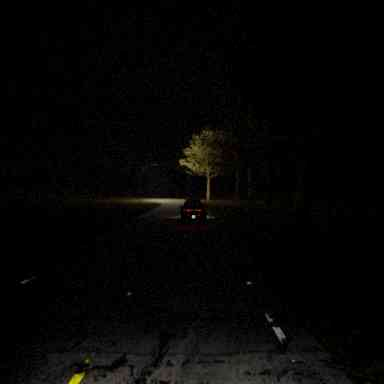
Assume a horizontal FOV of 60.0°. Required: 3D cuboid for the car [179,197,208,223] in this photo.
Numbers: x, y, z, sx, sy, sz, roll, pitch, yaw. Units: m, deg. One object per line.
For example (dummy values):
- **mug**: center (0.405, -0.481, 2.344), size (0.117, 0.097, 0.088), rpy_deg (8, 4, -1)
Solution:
- **car**: center (0.104, 1.391, 24.614), size (1.837, 1.490, 4.892), rpy_deg (0, 0, 0)
